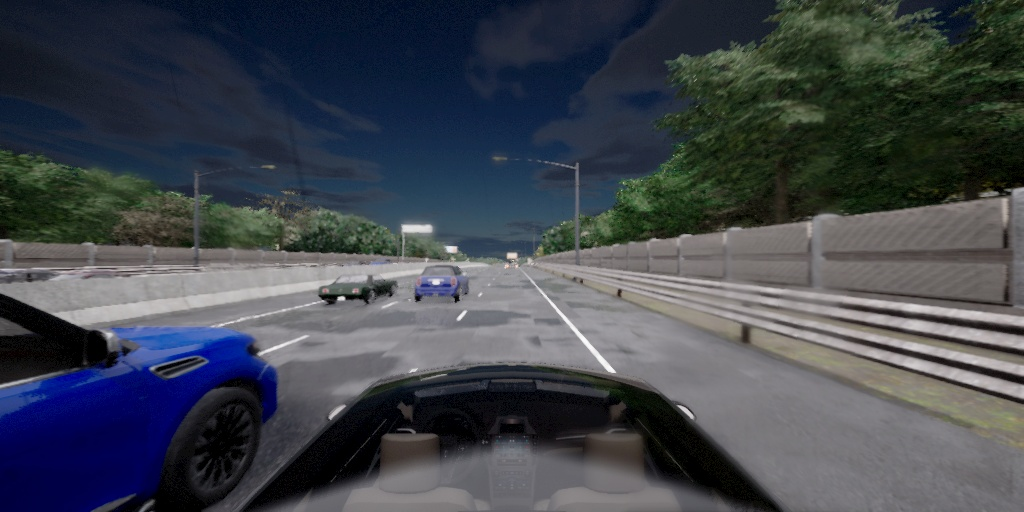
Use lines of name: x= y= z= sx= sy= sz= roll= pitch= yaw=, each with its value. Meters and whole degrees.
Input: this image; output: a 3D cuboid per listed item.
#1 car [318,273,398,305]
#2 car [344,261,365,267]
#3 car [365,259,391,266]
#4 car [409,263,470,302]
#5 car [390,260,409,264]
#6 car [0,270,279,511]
car: x=-6.893 y=1.457 z=16.715 sx=1.895 sy=1.301 sz=4.718 roll=0 pitch=0 yaw=0
car: x=-24.499 y=1.566 z=56.217 sx=2.097 sy=1.767 sz=4.553 roll=0 pitch=-1 yaw=1
car: x=-20.993 y=1.463 z=57.618 sx=2.150 sy=2.045 sz=5.566 roll=0 pitch=-1 yaw=0
car: x=-3.392 y=1.218 z=18.123 sx=2.097 sy=1.767 sz=4.553 roll=0 pitch=0 yaw=0
car: x=-17.500 y=1.710 z=57.760 sx=1.882 sy=1.535 sz=5.008 roll=0 pitch=-1 yaw=0
car: x=-3.400 y=0.968 z=1.190 sx=2.150 sy=2.045 sz=5.566 roll=0 pitch=0 yaw=0
